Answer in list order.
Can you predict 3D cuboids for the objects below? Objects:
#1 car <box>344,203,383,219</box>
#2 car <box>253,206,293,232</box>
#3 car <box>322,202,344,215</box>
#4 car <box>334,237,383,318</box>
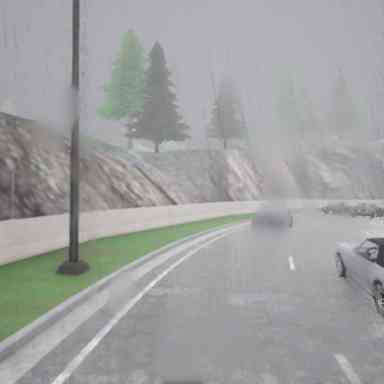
[{"bbox_3d":[16.274,1.691,30.776,2.033,1.411,5.357,0,0,43],"label":"car"},{"bbox_3d":[5.022,1.571,20.434,1.812,1.442,4.674,0,0,25],"label":"car"},{"bbox_3d":[15.697,1.740,35.409,4.718,1.301,1.895,1,0,-45],"label":"car"},{"bbox_3d":[4.552,1.641,7.222,1.895,1.301,4.718,0,0,10],"label":"car"}]
